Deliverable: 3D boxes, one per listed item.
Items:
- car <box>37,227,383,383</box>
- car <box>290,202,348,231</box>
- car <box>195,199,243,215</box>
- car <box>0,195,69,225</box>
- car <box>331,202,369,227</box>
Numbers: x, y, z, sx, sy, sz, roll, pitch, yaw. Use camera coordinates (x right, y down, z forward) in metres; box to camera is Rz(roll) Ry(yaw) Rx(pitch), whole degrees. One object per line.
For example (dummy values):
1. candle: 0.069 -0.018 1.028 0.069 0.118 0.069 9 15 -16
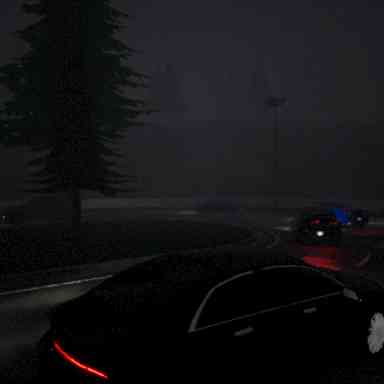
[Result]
1. car: 0.718 1.488 4.252 4.892 1.490 1.837 0 0 -36
2. car: 5.859 1.428 15.936 1.837 1.490 4.892 2 1 15
3. car: 2.587 1.409 32.475 4.674 1.442 1.812 0 0 25
4. car: -11.002 1.192 24.070 5.566 2.045 2.150 0 -1 -43
5. car: 8.894 1.369 21.288 1.882 1.535 5.008 1 0 -14
